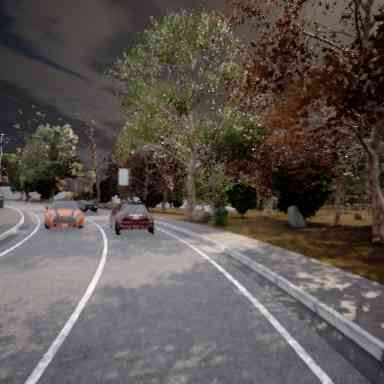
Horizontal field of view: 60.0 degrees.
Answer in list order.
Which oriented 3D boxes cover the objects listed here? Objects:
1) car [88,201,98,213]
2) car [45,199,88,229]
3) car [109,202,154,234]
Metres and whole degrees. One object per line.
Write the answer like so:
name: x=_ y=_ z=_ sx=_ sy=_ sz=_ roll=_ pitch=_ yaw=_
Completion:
car: x=-11.547 y=1.506 z=35.109 sx=1.895 sy=1.301 sz=4.718 roll=4 pitch=-1 yaw=-35
car: x=-7.869 y=1.256 z=20.552 sx=2.097 sy=1.767 sz=4.553 roll=2 pitch=0 yaw=-22
car: x=-3.628 y=1.365 z=19.541 sx=2.097 sy=1.767 sz=4.553 roll=1 pitch=0 yaw=-18
